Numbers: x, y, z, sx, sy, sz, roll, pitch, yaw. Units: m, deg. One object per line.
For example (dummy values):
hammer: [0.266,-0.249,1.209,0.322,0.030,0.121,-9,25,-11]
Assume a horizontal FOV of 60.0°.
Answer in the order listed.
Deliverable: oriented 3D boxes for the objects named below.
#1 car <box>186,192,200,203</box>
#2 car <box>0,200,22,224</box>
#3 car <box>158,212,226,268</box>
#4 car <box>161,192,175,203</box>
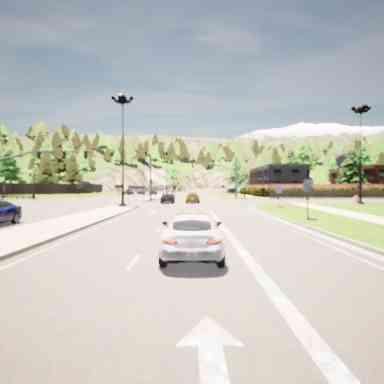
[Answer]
car: [0.087,0.740,49.013,1.882,1.535,5.008,0,1,0]
car: [-11.523,1.195,18.679,1.882,1.535,5.008,0,1,1]
car: [0.000,1.365,10.536,1.812,1.442,4.674,0,1,0]
car: [-3.416,0.771,47.834,2.128,1.511,4.902,0,1,0]
